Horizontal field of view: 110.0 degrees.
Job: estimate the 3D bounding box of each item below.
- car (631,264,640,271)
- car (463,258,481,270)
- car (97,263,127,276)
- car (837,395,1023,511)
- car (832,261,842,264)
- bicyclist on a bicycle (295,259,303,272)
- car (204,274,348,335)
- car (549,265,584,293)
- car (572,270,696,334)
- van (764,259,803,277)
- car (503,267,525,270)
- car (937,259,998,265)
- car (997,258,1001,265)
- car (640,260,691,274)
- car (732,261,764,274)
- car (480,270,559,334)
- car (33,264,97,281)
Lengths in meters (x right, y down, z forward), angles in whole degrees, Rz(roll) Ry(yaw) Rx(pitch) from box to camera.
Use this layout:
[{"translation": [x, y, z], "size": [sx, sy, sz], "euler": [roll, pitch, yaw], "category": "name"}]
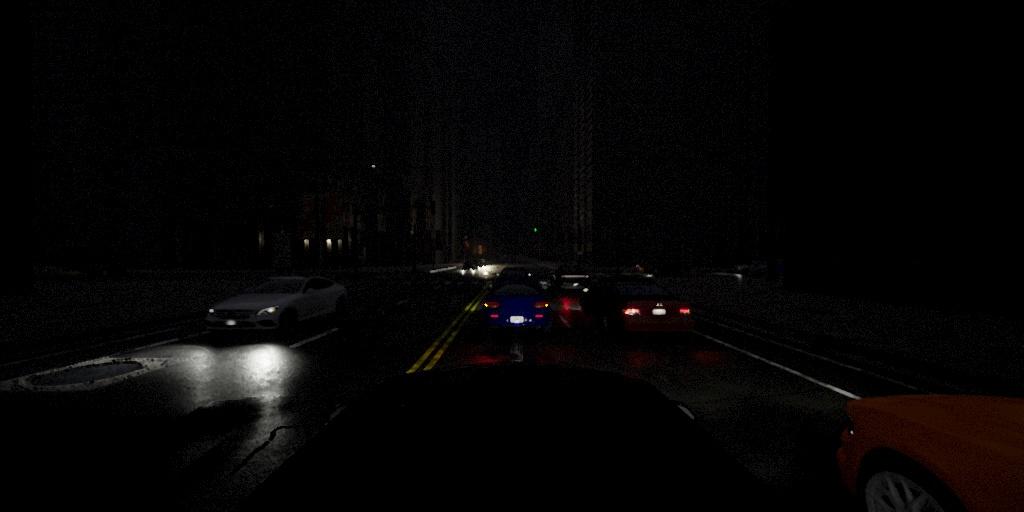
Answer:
[{"translation": [16.717, 1.216, 43.704], "size": [4.097, 1.591, 1.967], "euler": [0, 0, 0], "category": "car"}, {"translation": [-6.532, 1.378, 56.429], "size": [1.882, 1.535, 5.008], "euler": [0, 0, 1], "category": "car"}, {"translation": [-46.395, 1.497, 40.620], "size": [4.507, 1.381, 1.888], "euler": [0, 0, 0], "category": "car"}, {"translation": [3.348, 1.224, 0.584], "size": [1.882, 1.535, 5.008], "euler": [0, 0, 0], "category": "car"}, {"translation": [32.987, 1.436, 35.073], "size": [4.207, 1.307, 1.802], "euler": [0, 0, 0], "category": "car"}, {"translation": [-25.853, 1.146, 43.472], "size": [0.582, 1.620, 1.656], "euler": [0, 1, 0], "category": "bicyclist on a bicycle"}, {"translation": [-6.592, 1.302, 10.736], "size": [1.812, 1.442, 4.674], "euler": [0, 0, 0], "category": "car"}, {"translation": [3.361, 1.297, 21.350], "size": [2.128, 1.511, 4.902], "euler": [0, 0, 0], "category": "car"}, {"translation": [3.356, 1.324, 10.709], "size": [2.033, 1.411, 5.357], "euler": [0, 0, 0], "category": "car"}, {"translation": [27.546, 1.202, 35.109], "size": [3.998, 1.789, 1.690], "euler": [0, 0, 0], "category": "van"}, {"translation": [0.109, 1.350, 20.568], "size": [2.033, 1.411, 5.357], "euler": [0, 0, 0], "category": "car"}, {"translation": [43.867, 1.285, 35.003], "size": [4.097, 1.591, 1.967], "euler": [0, 0, 0], "category": "car"}, {"translation": [49.308, 1.162, 34.968], "size": [5.009, 1.841, 2.192], "euler": [0, 0, 0], "category": "car"}, {"translation": [17.745, 1.283, 41.026], "size": [5.008, 1.535, 1.882], "euler": [0, 1, 0], "category": "car"}, {"translation": [27.684, 1.319, 40.946], "size": [4.674, 1.442, 1.812], "euler": [0, 1, 0], "category": "car"}, {"translation": [0.099, 1.302, 10.596], "size": [1.812, 1.442, 4.674], "euler": [0, 0, 0], "category": "car"}, {"translation": [-40.808, 1.555, 32.094], "size": [4.829, 1.417, 1.751], "euler": [0, 0, 0], "category": "car"}]
